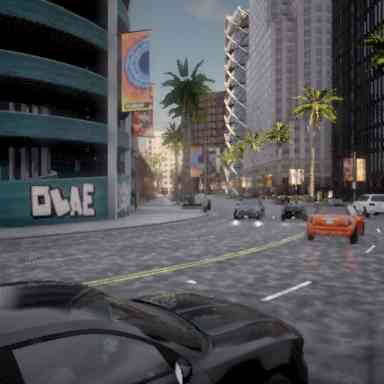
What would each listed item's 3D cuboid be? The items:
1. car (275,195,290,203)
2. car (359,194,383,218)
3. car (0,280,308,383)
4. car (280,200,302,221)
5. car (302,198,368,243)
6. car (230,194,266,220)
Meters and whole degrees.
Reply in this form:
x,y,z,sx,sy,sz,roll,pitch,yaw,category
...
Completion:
x,y,z,sx,sy,sz,roll,pitch,yaw,category
18.161,1.437,67.071,2.231,1.521,4.892,0,0,-4,car
16.347,1.202,30.217,2.150,2.045,5.566,0,0,11,car
-1.156,1.475,2.492,5.008,1.535,1.882,0,0,-36,car
8.204,1.583,26.661,1.895,1.301,4.718,0,0,19,car
7.210,1.341,16.447,2.097,1.767,4.553,0,0,32,car
4.880,1.330,27.776,2.097,1.767,4.553,0,0,19,car
